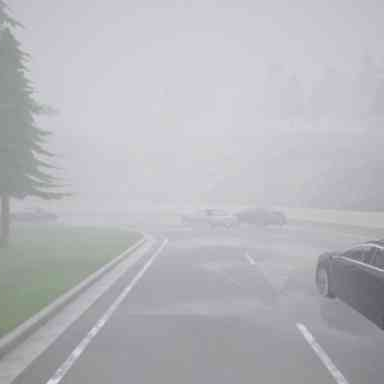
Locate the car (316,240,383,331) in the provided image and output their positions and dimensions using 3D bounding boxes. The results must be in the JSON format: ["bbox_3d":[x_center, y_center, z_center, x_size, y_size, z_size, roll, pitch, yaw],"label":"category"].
[{"bbox_3d":[3.786,1.597,5.920,2.128,1.511,4.902,0,-1,1],"label":"car"}]

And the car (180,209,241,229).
[{"bbox_3d":[1.107,1.925,24.605,1.895,1.301,4.718,1,-1,-37],"label":"car"}]

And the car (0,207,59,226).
[{"bbox_3d":[-12.617,1.829,25.162,4.718,1.301,1.895,1,-1,-19],"label":"car"}]

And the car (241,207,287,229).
[{"bbox_3d":[4.859,1.847,24.868,2.128,1.511,4.902,1,-1,-30],"label":"car"}]
